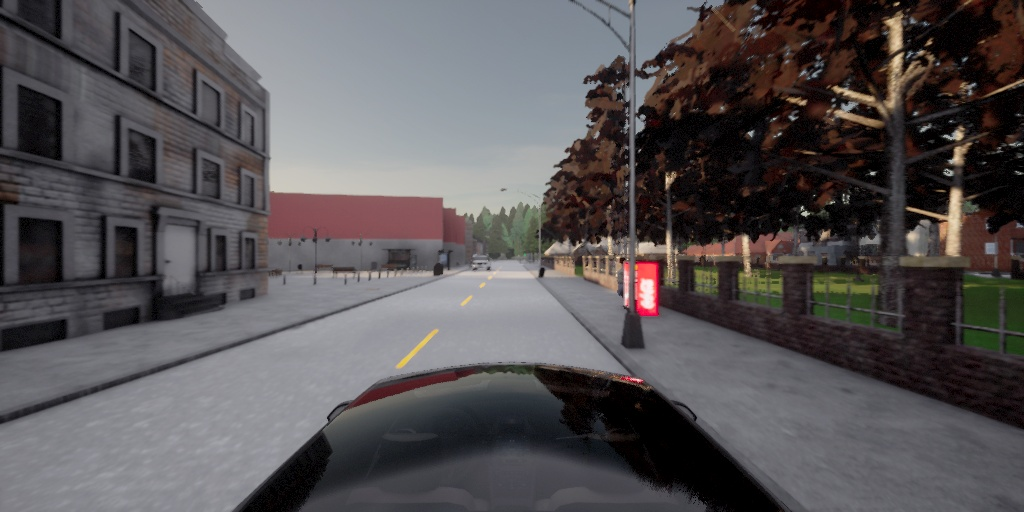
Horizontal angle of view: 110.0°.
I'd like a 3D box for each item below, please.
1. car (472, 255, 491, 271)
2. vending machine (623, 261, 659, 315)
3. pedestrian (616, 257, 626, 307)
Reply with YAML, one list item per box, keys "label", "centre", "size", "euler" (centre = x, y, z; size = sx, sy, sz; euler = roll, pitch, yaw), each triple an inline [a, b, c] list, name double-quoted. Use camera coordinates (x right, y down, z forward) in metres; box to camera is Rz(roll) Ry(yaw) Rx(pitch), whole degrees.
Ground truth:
- label: "car"
  centre: [-4.044, 0.947, 47.847]
  size: [2.150, 2.045, 5.566]
  euler: [0, 0, 0]
- label: "vending machine"
  centre: [4.300, 1.160, 11.984]
  size: [1.100, 2.100, 0.880]
  euler: [0, 0, 0]
- label: "pedestrian"
  centre: [4.093, 0.934, 12.920]
  size: [0.375, 1.860, 0.375]
  euler: [0, 0, 0]
